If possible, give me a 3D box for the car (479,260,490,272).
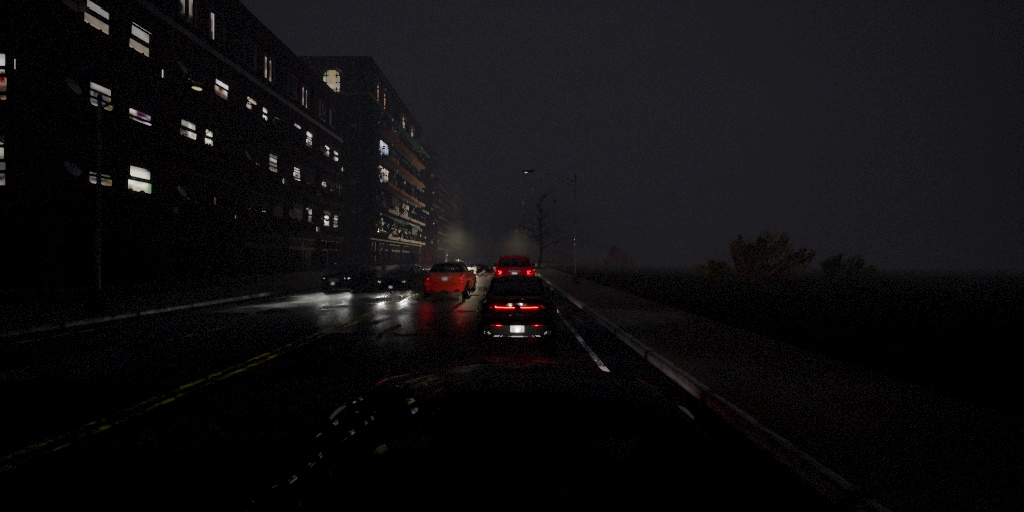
[{"bbox_3d":[-3.095,1.354,42.124,1.895,1.301,4.718,0,0,0],"label":"car"}]

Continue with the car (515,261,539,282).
[{"bbox_3d":[1.177,1.209,30.568,1.801,1.575,5.366,0,0,0],"label":"car"}]

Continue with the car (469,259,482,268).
[{"bbox_3d":[-6.471,1.277,64.254,1.812,1.442,4.674,0,0,1],"label":"car"}]

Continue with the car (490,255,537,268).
[{"bbox_3d":[0.125,0.975,20.161,2.150,2.045,5.566,0,0,0],"label":"car"}]

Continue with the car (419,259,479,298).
[{"bbox_3d":[-3.125,1.105,18.804,2.097,1.767,4.553,0,0,0],"label":"car"}]

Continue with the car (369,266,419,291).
[{"bbox_3d":[-6.573,1.300,22.109,2.033,1.411,5.357,0,0,0],"label":"car"}]

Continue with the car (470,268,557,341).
[{"bbox_3d":[0.113,1.256,9.814,1.837,1.490,4.892,0,0,0],"label":"car"}]

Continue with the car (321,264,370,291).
[{"bbox_3d":[-9.823,1.244,22.107,2.128,1.511,4.902,0,0,0],"label":"car"}]

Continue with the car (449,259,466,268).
[{"bbox_3d":[-9.715,1.299,64.154,2.033,1.411,5.357,0,0,1],"label":"car"}]
